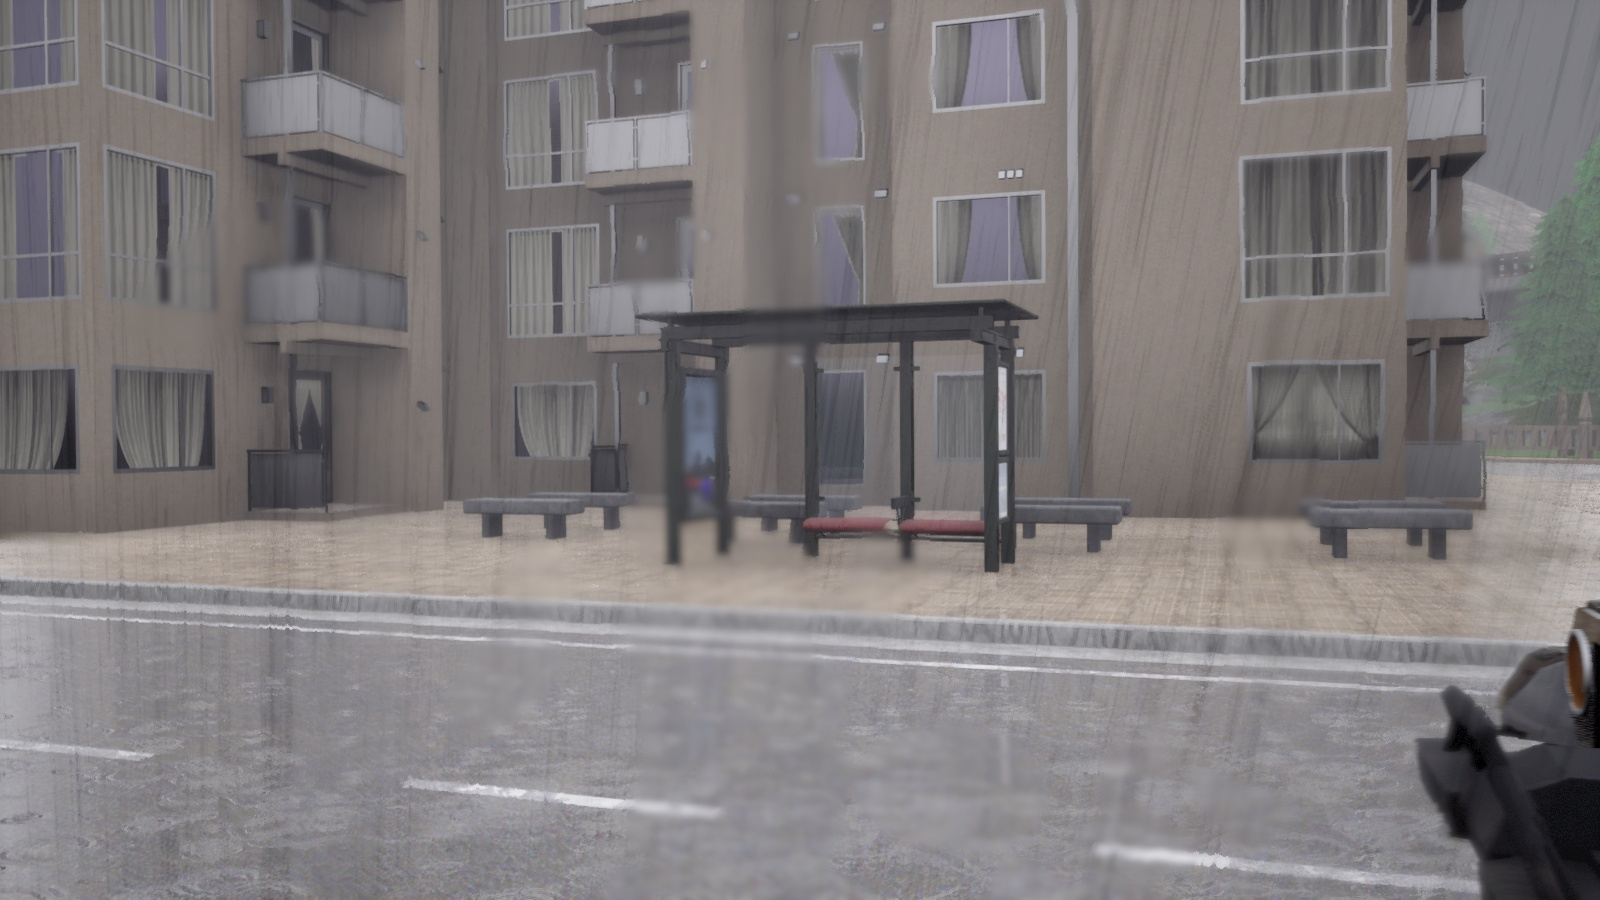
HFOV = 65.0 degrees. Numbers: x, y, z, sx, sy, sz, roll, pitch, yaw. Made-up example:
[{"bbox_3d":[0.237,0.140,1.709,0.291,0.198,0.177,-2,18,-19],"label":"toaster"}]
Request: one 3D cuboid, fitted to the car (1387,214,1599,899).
[{"bbox_3d":[3.208,0.596,2.102,3.866,1.878,1.905,0,1,20],"label":"car"}]
